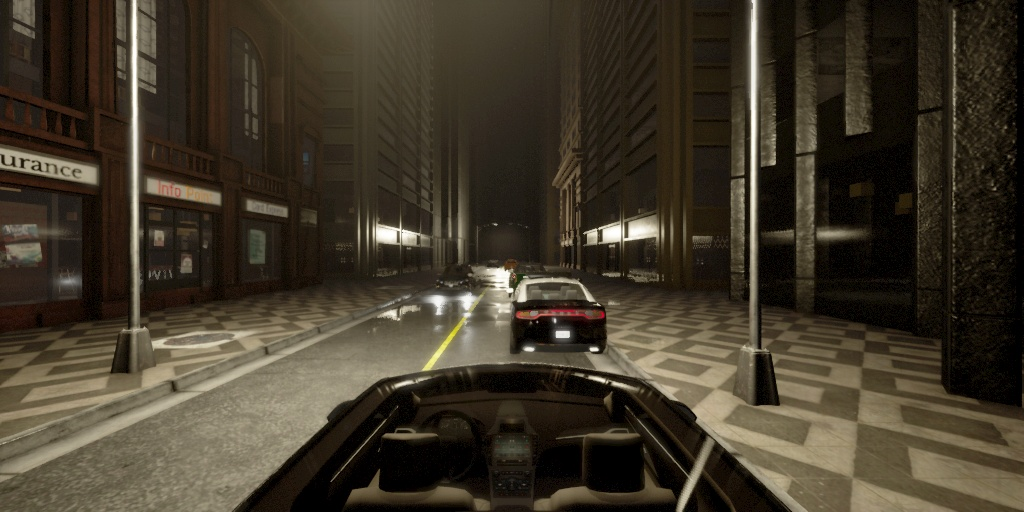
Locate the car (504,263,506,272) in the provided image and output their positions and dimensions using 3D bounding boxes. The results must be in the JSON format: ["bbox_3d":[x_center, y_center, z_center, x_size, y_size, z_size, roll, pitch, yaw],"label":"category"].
[{"bbox_3d":[-0.035,1.281,48.219,1.882,1.535,5.008,0,0,0],"label":"car"}]

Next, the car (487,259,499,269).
[{"bbox_3d":[-3.094,1.308,58.954,1.882,1.535,5.008,0,0,0],"label":"car"}]

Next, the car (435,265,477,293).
[{"bbox_3d":[-3.133,1.266,20.792,1.837,1.490,4.892,0,0,0],"label":"car"}]

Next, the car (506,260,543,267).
[{"bbox_3d":[0.872,1.111,18.752,2.097,1.767,4.553,0,0,0],"label":"car"}]

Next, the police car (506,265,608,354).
[{"bbox_3d":[0.889,1.178,8.891,1.930,1.638,5.238,0,0,0],"label":"police car"}]
